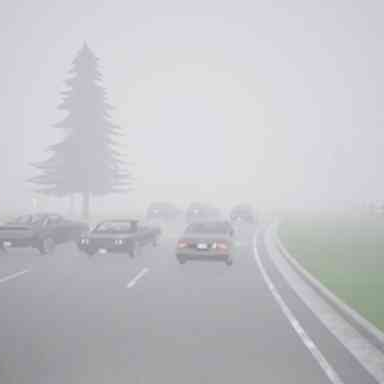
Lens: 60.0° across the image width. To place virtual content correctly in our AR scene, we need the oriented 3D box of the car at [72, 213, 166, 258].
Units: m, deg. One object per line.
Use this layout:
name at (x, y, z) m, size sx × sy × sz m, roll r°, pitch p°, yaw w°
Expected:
car at (-2.672, 1.740, 13.474) m, size 1.895 × 1.301 × 4.718 m, roll 0°, pitch -1°, yaw 9°

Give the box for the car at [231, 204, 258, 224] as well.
car at (4.301, 1.788, 27.508) m, size 1.837 × 1.490 × 4.892 m, roll 0°, pitch 0°, yaw 17°

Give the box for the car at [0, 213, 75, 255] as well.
car at (-6.095, 1.638, 14.141) m, size 2.128 × 1.511 × 4.902 m, roll 0°, pitch 0°, yaw 10°

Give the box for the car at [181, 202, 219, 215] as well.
car at (0.973, 1.643, 28.549) m, size 2.097 × 1.767 × 4.553 m, roll 0°, pitch -1°, yaw 18°

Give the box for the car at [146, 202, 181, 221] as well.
car at (-2.382, 1.654, 29.675) m, size 2.097 × 1.767 × 4.553 m, roll 0°, pitch -1°, yaw 17°

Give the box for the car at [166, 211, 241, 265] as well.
car at (0.670, 1.675, 12.329) m, size 2.033 × 1.411 × 5.357 m, roll 0°, pitch -1°, yaw 9°

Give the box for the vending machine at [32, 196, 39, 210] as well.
vending machine at (-25.283, 1.742, 53.619) m, size 0.880 × 2.100 × 1.100 m, roll 0°, pitch -1°, yaw -34°
